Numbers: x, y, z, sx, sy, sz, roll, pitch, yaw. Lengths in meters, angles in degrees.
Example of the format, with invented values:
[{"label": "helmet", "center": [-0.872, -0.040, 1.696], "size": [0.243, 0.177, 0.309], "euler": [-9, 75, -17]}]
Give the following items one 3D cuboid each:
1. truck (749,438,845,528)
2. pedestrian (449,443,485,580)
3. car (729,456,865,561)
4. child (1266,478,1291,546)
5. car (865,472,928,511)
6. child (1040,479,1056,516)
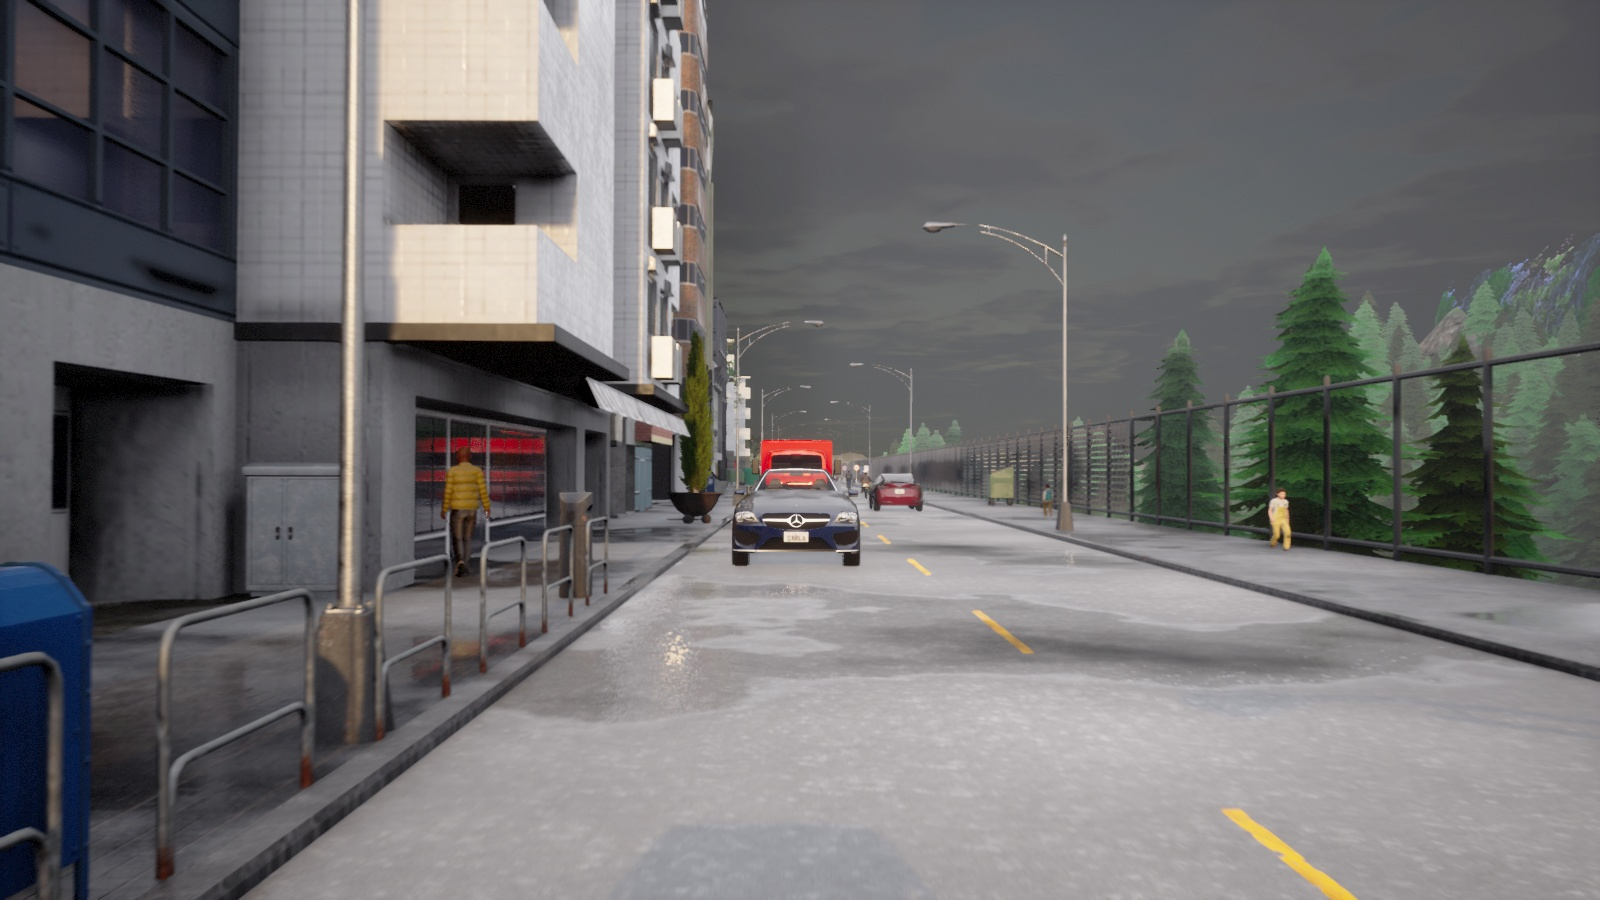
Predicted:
[{"label": "truck", "center": [-0.097, 0.949, 37.104], "size": [2.627, 2.467, 5.204], "euler": [0, -1, 0]}, {"label": "pedestrian", "center": [-4.571, 0.831, 17.235], "size": [0.370, 1.835, 0.726], "euler": [0, -1, -24]}, {"label": "car", "center": [-0.058, 0.968, 22.392], "size": [2.152, 1.651, 5.027], "euler": [0, -1, 0]}, {"label": "child", "center": [9.052, 1.166, 23.742], "size": [0.270, 1.263, 0.437], "euler": [0, -1, -5]}, {"label": "car", "center": [3.867, 1.655, 51.143], "size": [2.163, 1.488, 4.792], "euler": [0, -1, 0]}, {"label": "child", "center": [8.162, 1.564, 41.326], "size": [0.343, 1.192, 0.448], "euler": [0, -1, -12]}]
